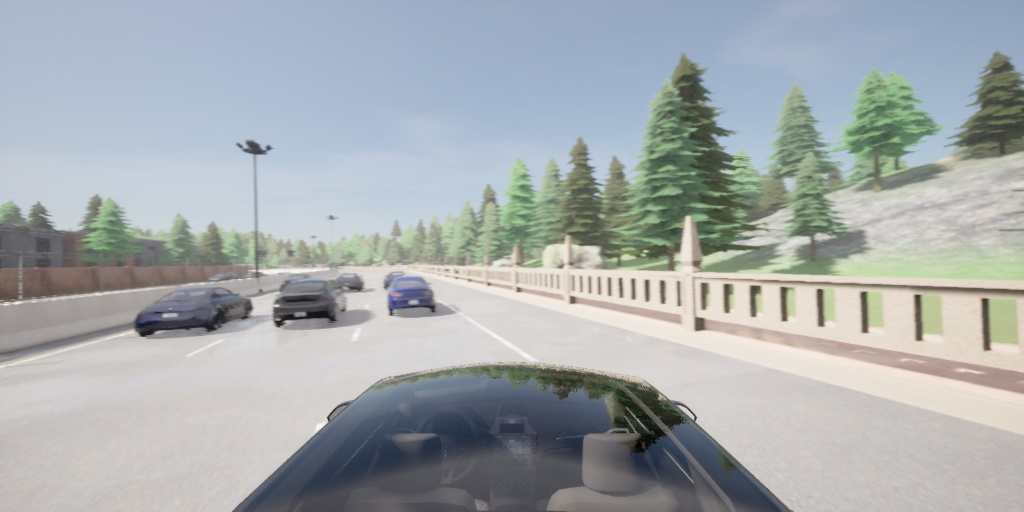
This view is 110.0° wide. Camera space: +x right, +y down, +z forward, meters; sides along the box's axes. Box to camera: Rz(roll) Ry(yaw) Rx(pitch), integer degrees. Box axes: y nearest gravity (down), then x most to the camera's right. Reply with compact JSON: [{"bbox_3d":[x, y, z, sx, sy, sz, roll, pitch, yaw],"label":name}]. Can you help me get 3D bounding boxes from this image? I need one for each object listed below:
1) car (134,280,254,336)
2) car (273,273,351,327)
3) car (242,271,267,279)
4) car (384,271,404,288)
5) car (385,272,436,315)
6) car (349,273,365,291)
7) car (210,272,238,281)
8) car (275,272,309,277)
[{"bbox_3d":[-10.796,1.768,12.531,1.994,1.385,4.181,-1,-1,-19],"label":"car"},{"bbox_3d":[-7.448,1.625,13.547,1.837,1.490,4.892,-1,0,-19],"label":"car"},{"bbox_3d":[-35.226,2.889,49.179,1.837,1.490,4.892,-1,0,-19],"label":"car"},{"bbox_3d":[-9.347,1.941,29.198,1.994,1.385,4.181,-1,-1,-19],"label":"car"},{"bbox_3d":[-4.375,1.578,15.362,1.812,1.442,4.674,-1,-1,-19],"label":"car"},{"bbox_3d":[-12.555,2.016,27.766,1.994,1.385,4.181,-1,-1,-19],"label":"car"},{"bbox_3d":[-38.505,2.956,47.964,2.128,1.511,4.902,-1,-1,-19],"label":"car"},{"bbox_3d":[-16.032,2.068,27.110,1.812,1.442,4.674,-1,-1,-19],"label":"car"}]
